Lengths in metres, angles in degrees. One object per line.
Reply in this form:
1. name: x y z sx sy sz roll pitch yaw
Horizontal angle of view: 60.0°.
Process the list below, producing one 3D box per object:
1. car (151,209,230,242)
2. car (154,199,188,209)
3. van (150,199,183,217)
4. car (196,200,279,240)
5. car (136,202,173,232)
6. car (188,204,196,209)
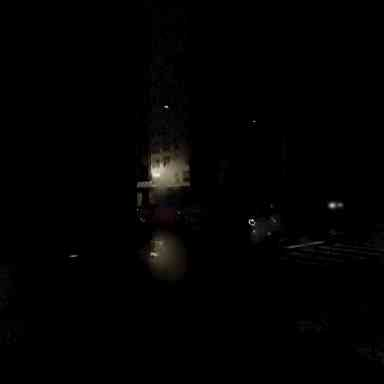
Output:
1. car: -0.195 1.778 17.608 1.802 1.307 4.206 -1 0 -35
2. car: -2.630 1.630 25.626 2.097 1.767 4.553 0 0 -35
3. van: -2.841 1.689 36.003 1.690 1.788 3.998 -1 0 -35
4. car: 2.535 1.518 18.347 2.097 1.767 4.553 0 0 -35
5. car: -3.393 1.706 22.090 1.967 1.590 4.097 -1 0 -35
6. car: 0.258 1.804 31.660 1.752 1.417 4.829 -1 0 -35
